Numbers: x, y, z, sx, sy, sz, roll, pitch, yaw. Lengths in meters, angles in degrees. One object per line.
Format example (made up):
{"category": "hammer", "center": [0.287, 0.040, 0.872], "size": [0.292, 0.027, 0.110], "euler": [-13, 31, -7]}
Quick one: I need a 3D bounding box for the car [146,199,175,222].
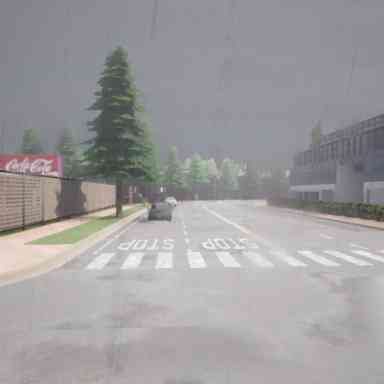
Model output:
{"category": "car", "center": [-2.488, 1.557, 26.408], "size": [1.837, 1.490, 4.892], "euler": [0, 0, -3]}

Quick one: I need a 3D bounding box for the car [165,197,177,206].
{"category": "car", "center": [-3.459, 1.516, 51.942], "size": [1.812, 1.442, 4.674], "euler": [0, 0, 0]}
